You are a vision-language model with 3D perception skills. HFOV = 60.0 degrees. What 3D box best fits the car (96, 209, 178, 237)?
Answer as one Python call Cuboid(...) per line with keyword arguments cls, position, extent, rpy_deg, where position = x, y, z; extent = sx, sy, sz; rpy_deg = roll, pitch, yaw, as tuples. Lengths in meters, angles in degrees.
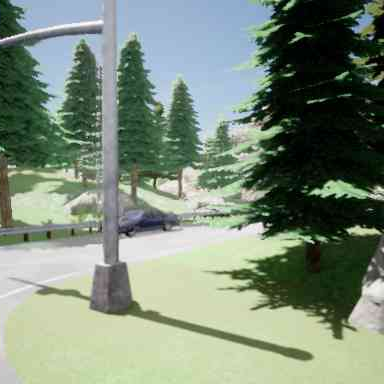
Cuboid(cls="car", position=(-2.944, 1.735, 19.645), extent=(2.033, 1.411, 5.357), rpy_deg=(-1, 0, 37))
